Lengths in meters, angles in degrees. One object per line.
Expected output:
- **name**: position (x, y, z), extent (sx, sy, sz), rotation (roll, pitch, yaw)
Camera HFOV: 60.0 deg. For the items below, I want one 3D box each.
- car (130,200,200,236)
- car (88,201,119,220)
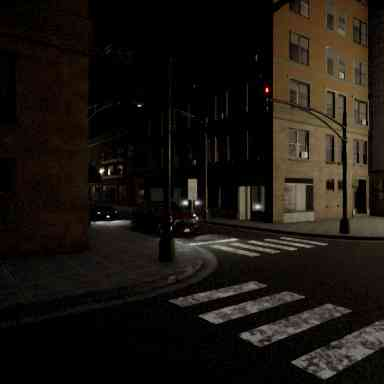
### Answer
- **car**: position (-1.546, 1.269, 17.984), extent (2.097, 1.767, 4.553), rotation (0, 0, -36)
- **car**: position (-7.695, 1.408, 26.606), extent (2.033, 1.411, 5.357), rotation (0, 0, -35)
